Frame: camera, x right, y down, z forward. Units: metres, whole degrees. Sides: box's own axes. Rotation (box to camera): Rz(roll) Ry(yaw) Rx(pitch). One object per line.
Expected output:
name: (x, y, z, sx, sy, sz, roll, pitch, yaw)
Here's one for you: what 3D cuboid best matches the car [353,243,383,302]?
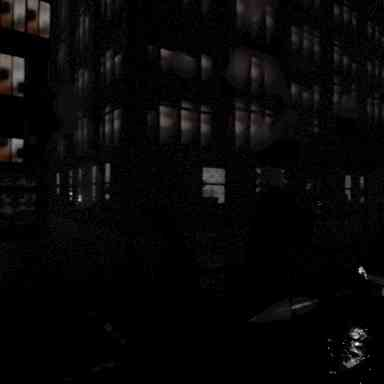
car: (5.432, 1.561, 7.260, 4.674, 1.442, 1.812, 0, 0, -36)
